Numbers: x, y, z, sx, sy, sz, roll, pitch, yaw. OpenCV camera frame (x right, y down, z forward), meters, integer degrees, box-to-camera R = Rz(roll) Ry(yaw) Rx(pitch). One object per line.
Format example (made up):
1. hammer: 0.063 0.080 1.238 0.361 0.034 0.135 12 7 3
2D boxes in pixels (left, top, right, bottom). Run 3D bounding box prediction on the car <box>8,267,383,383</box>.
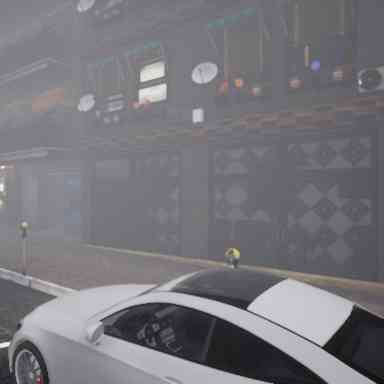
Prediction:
1. car: 0.147 1.500 3.172 4.674 1.442 1.812 1 1 35
